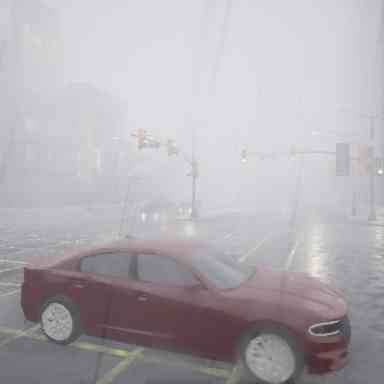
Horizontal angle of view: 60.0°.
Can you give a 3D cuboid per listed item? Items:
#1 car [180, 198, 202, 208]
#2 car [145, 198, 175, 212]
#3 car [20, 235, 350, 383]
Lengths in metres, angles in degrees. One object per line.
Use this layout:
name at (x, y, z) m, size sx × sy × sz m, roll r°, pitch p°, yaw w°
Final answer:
car at (-0.109, 1.601, 48.516) m, size 1.895 × 1.301 × 4.718 m, roll 0°, pitch 0°, yaw 21°
car at (-3.704, 1.478, 38.954) m, size 1.882 × 1.535 × 5.008 m, roll 0°, pitch 0°, yaw 23°
car at (-0.292, 1.484, 5.207) m, size 5.008 × 1.535 × 1.882 m, roll 0°, pitch 0°, yaw 21°
